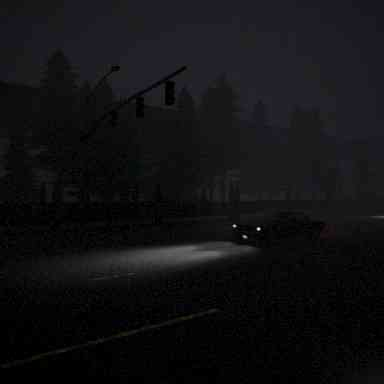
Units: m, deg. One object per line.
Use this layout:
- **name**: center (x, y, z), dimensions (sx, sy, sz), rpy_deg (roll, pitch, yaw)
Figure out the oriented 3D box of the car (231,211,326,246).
- **car**: center (4.060, 1.594, 15.462), dimensions (4.718, 1.301, 1.895), rpy_deg (0, 0, -35)
